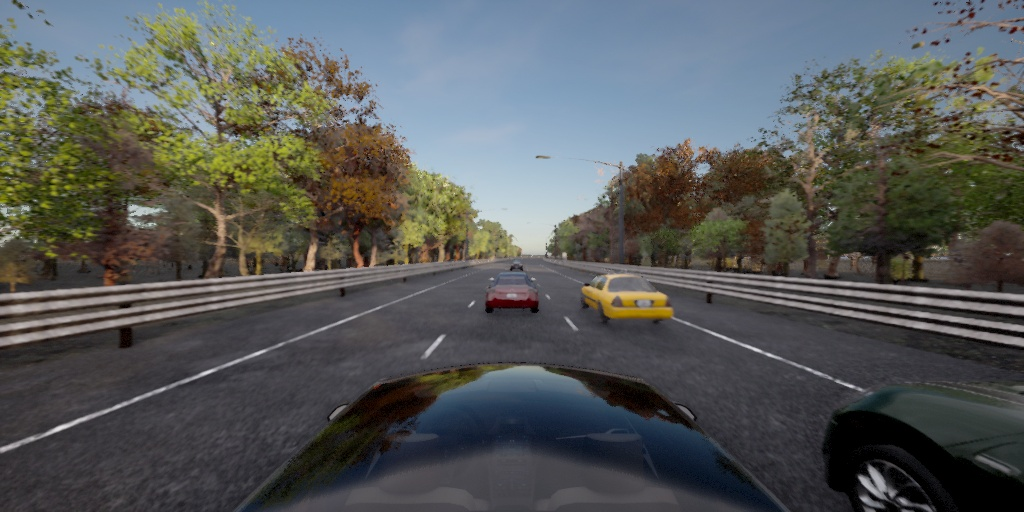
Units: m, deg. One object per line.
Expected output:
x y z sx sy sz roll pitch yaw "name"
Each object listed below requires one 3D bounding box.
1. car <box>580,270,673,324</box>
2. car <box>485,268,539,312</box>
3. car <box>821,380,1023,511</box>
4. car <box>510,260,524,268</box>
3.519 1.240 12.099 1.801 1.575 5.366 0 0 0 "car"
0.018 1.353 14.508 1.994 1.385 4.181 0 0 1 "car"
3.496 1.102 0.925 2.097 1.767 4.553 0 0 0 "car"
0.700 1.419 52.716 1.812 1.442 4.674 0 0 1 "car"
